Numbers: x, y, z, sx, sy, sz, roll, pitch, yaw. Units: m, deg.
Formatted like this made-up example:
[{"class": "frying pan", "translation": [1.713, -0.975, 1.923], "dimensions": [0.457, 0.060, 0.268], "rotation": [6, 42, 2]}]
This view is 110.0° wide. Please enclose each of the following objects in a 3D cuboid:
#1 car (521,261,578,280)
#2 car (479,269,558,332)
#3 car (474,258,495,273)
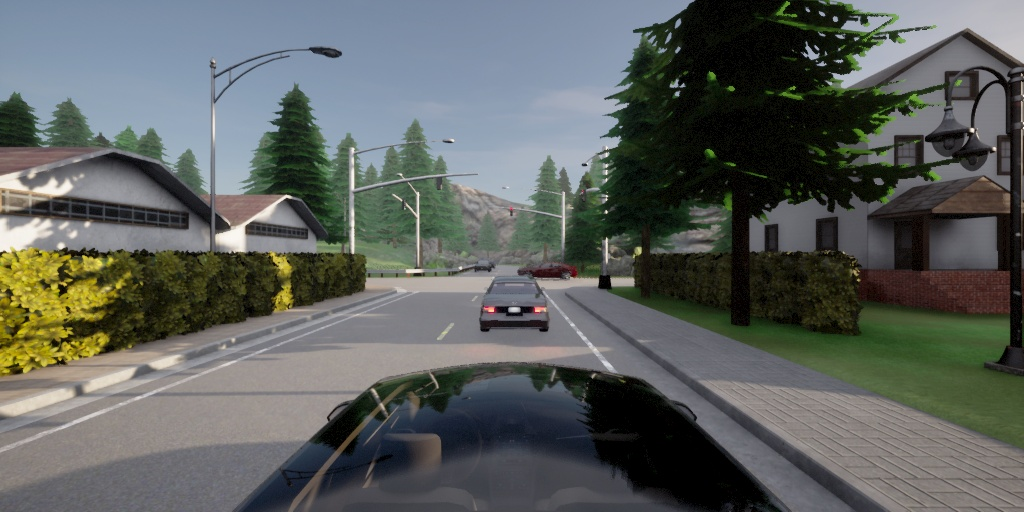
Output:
[{"class": "car", "translation": [2.950, 1.214, 30.017], "dimensions": [5.008, 1.535, 1.882], "rotation": [0, 0, 0]}, {"class": "car", "translation": [0.071, 1.297, 10.848], "dimensions": [2.033, 1.411, 5.357], "rotation": [0, 0, 0]}, {"class": "car", "translation": [-3.583, 1.228, 44.913], "dimensions": [1.882, 1.535, 5.008], "rotation": [0, 0, 0]}]
